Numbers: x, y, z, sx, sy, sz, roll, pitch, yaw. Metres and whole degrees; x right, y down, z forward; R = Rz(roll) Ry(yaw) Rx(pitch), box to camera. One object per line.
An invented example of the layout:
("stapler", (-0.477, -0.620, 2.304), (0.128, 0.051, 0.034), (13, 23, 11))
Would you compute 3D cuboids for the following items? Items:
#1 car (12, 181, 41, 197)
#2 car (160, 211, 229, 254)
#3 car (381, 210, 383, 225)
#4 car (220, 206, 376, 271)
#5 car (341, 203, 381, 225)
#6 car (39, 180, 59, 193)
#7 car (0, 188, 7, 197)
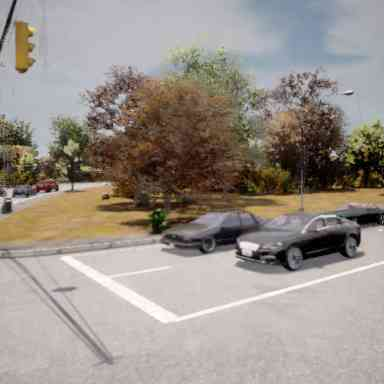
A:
("car", (-23.943, -0.241, 47.791), (2.097, 1.767, 4.553), (0, 4, -7))
("car", (1.364, 1.488, 13.605), (5.357, 1.411, 2.033), (-1, 1, -38))
("car", (11.631, 1.243, 16.568), (4.674, 1.442, 1.812), (-2, 1, -35))
("car", (3.571, 1.429, 10.830), (4.902, 1.511, 2.128), (-1, 1, -35))
("car", (9.434, 1.325, 19.305), (4.718, 1.301, 1.895), (-2, 1, -35))
("car", (-24.972, -1.013, 57.595), (2.150, 2.045, 5.566), (0, 4, -1))
("car", (-27.217, -0.005, 45.646), (1.882, 1.535, 5.008), (0, 4, -8))
